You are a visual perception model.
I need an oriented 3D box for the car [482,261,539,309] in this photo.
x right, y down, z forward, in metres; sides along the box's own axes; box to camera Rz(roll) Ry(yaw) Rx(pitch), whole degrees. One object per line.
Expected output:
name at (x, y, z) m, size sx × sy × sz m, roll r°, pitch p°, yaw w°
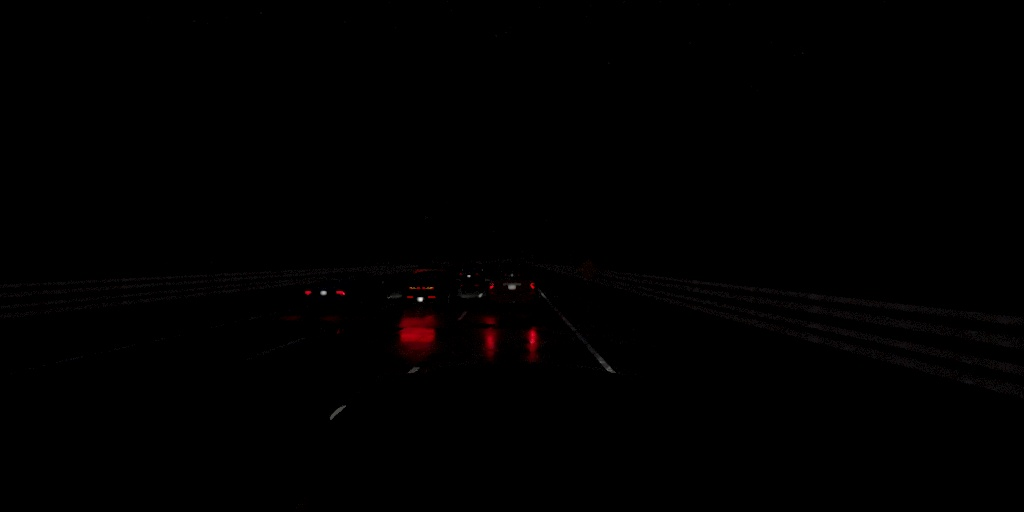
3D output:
car at (0.006, 1.251, 15.908) m, size 2.097 × 1.767 × 4.553 m, roll 0°, pitch -1°, yaw 0°

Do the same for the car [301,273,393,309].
car at (-6.996, 1.447, 15.825) m, size 2.033 × 1.411 × 5.357 m, roll 0°, pitch -1°, yaw 0°

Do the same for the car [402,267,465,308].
car at (-3.492, 1.411, 16.137) m, size 1.837 × 1.490 × 4.892 m, roll 0°, pitch 0°, yaw 0°

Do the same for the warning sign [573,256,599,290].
warning sign at (4.554, 1.077, 21.585) m, size 1.300 × 1.860 × 1.060 m, roll 0°, pitch 0°, yaw 0°

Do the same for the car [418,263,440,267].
car at (-6.991, 1.412, 30.922) m, size 2.097 × 1.767 × 4.553 m, roll 0°, pitch -1°, yaw 0°

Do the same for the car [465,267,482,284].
car at (-3.489, 1.629, 31.168) m, size 1.994 × 1.385 × 4.181 m, roll 0°, pitch -1°, yaw 0°
